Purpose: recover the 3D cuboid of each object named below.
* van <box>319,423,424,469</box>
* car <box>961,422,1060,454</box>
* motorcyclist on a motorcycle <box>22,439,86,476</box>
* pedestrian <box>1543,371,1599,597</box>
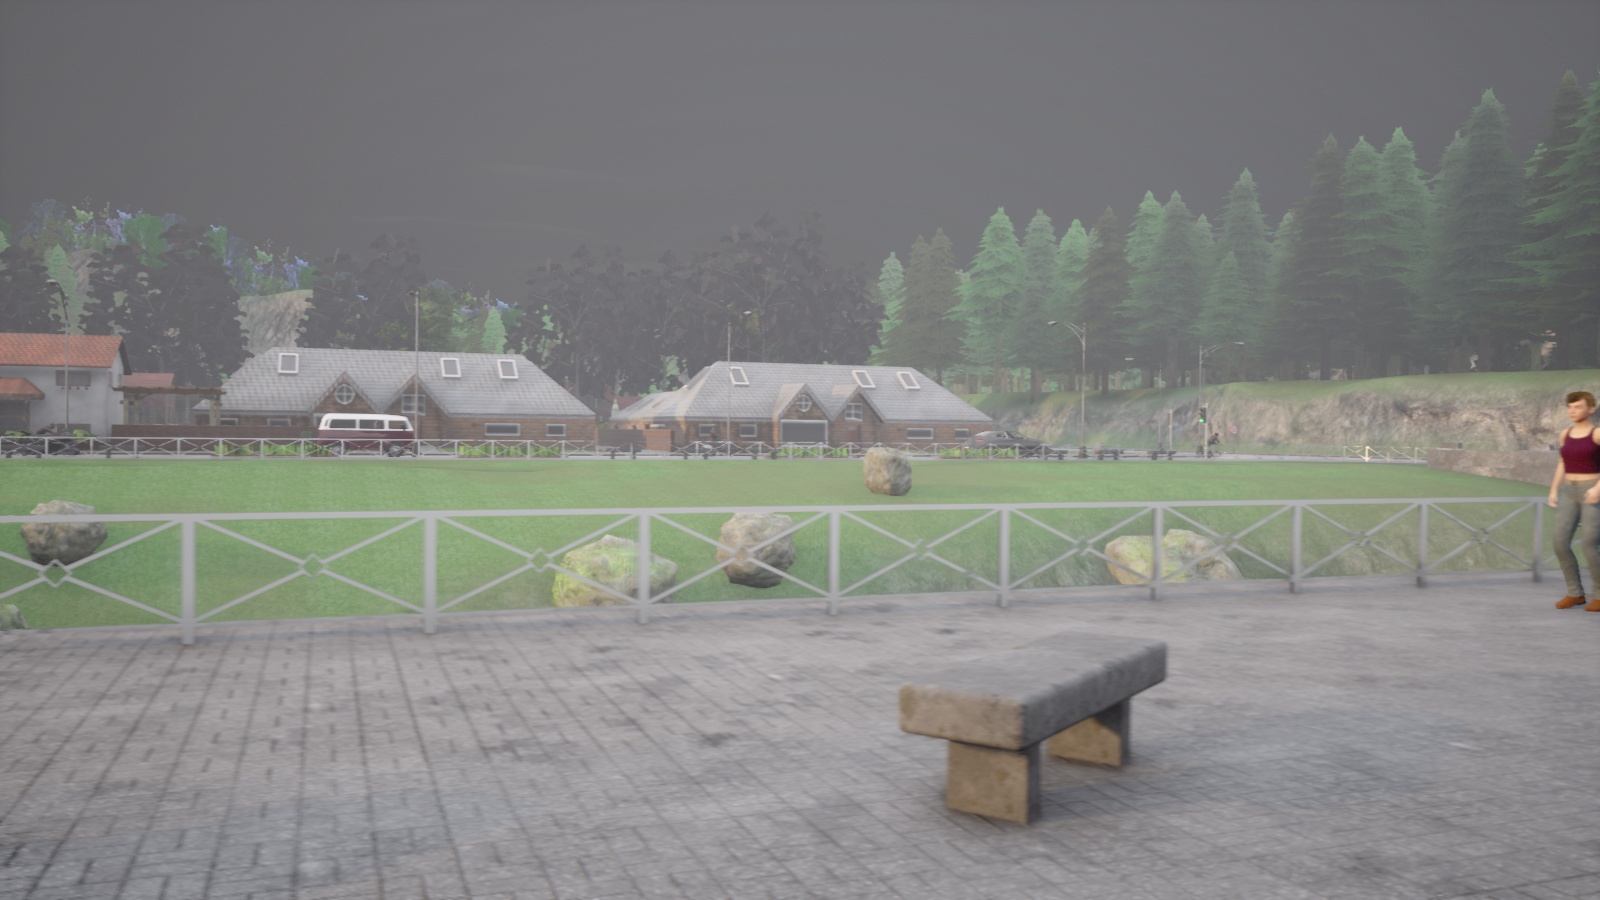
[{"bbox_3d":[-19.767,-0.208,57.940,4.480,2.038,2.069,-1,1,-21],"label":"van"},{"bbox_3d":[11.698,-0.687,69.879,5.027,1.651,2.152,-1,1,-21],"label":"car"},{"bbox_3d":[-31.714,0.307,53.412,2.191,1.530,0.866,-1,1,-21],"label":"motorcyclist on a motorcycle"},{"bbox_3d":[6.564,0.267,10.459,0.594,1.836,0.345,-1,1,-20],"label":"pedestrian"}]
